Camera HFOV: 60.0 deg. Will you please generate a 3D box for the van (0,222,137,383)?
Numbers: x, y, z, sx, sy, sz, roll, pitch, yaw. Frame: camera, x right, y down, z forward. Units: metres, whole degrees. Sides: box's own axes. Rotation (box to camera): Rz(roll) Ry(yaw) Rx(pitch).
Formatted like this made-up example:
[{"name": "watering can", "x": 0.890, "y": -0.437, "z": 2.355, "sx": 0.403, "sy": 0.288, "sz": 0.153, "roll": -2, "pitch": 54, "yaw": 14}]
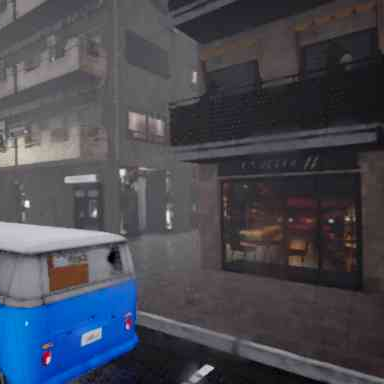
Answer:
[{"name": "van", "x": -2.612, "y": 1.369, "z": 4.754, "sx": 3.998, "sy": 1.788, "sz": 1.690, "roll": 0, "pitch": -1, "yaw": 36}]
